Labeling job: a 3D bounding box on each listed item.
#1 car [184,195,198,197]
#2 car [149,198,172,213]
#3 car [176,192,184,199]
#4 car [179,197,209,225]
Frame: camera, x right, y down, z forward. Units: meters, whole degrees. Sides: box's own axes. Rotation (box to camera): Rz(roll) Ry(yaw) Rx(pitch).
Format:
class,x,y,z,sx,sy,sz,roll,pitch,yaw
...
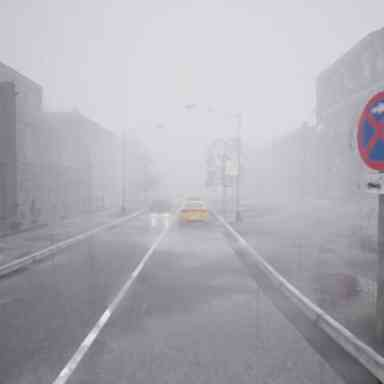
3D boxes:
class,x,y,z,sx,sy,sz,roll,pitch,yaw
car,0.261,1.225,42.629,1.994,1.385,4.181,0,1,0
car,-3.003,1.322,32.810,1.994,1.385,4.181,0,1,0
car,-2.628,0.750,74.220,1.837,1.490,4.892,0,1,0
car,0.148,1.335,22.535,1.882,1.535,5.008,0,1,0
